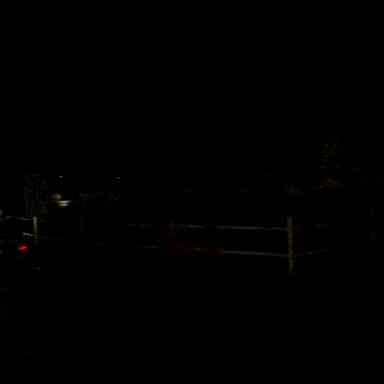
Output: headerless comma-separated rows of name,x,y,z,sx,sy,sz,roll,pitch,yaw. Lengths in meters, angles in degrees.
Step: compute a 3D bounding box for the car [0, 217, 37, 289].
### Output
car,-5.567,1.412,8.486,2.097,1.767,4.553,-3,1,-38
